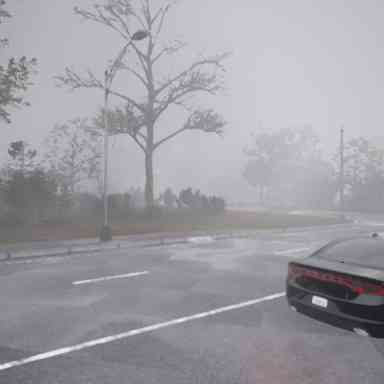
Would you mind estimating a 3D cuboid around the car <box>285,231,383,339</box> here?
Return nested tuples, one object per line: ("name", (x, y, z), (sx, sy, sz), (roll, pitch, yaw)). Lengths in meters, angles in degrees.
("car", (3.970, 1.507, 6.452), (5.008, 1.535, 1.882), (0, 0, -35))

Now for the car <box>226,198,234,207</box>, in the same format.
("car", (5.030, 1.735, 54.397), (2.128, 1.511, 4.902), (0, 0, -25))

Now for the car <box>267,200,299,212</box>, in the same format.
("car", (11.406, 1.722, 41.774), (1.994, 1.385, 4.181), (0, 0, -28))
